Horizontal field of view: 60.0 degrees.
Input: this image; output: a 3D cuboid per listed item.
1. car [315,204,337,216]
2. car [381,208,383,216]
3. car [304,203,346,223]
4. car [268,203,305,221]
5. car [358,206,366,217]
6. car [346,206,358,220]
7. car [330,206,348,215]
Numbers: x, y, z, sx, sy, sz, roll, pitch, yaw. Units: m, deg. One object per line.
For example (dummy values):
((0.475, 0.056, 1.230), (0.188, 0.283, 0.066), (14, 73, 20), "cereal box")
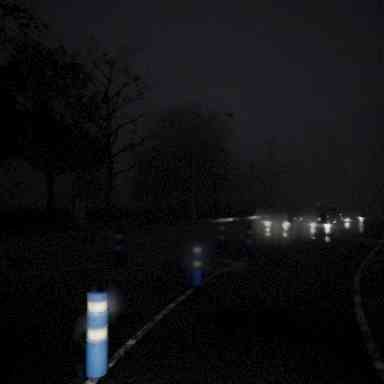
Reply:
((18.852, 2.541, 46.589), (1.837, 1.490, 4.892), (1, -1, 34), "car")
((31.326, 3.088, 52.935), (2.128, 1.511, 4.902), (1, -1, 33), "car")
((12.193, 2.011, 30.210), (2.033, 1.411, 5.357), (1, -1, 34), "car")
((8.784, 1.848, 31.405), (1.882, 1.535, 5.008), (1, -1, 34), "car")
((22.940, 2.699, 46.431), (1.812, 1.442, 4.674), (1, -1, 33), "car")
((17.264, 2.362, 37.899), (1.994, 1.385, 4.181), (1, -1, 34), "car")
((24.324, 3.003, 54.997), (1.895, 1.301, 4.718), (1, -1, 33), "car")
